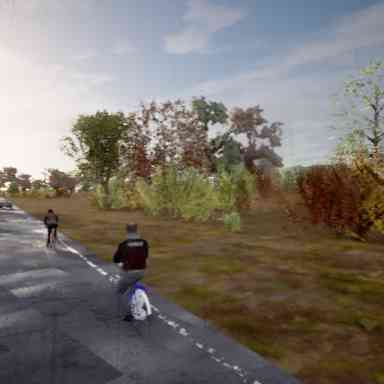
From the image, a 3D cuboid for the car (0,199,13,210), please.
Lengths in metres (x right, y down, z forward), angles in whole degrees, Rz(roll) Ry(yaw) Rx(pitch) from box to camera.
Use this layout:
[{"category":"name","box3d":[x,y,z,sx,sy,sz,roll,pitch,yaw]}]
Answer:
[{"category":"car","box3d":[-27.802,1.786,49.606,2.128,1.511,4.902,-1,0,-30]}]

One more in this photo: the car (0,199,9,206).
[{"category":"car","box3d":[-36.547,1.968,64.285,1.895,1.301,4.718,-1,0,-30]}]

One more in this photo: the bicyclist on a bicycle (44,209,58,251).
[{"category":"bicyclist on a bicycle","box3d":[-5.634,1.512,13.338,0.582,1.620,1.656,-1,0,-30]}]

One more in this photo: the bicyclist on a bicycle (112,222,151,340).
[{"category":"bicyclist on a bicycle","box3d":[-1.079,1.378,5.586,0.659,1.776,1.843,-1,0,-30]}]
